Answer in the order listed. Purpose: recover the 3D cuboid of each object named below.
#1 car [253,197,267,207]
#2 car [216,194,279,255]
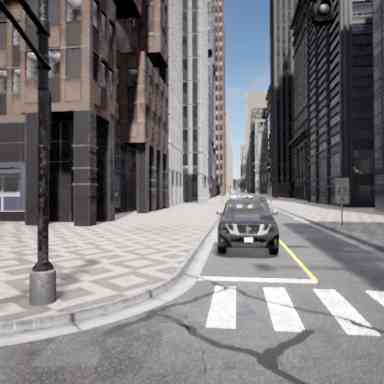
[{"bbox_3d":[10.538,1.543,51.649,1.837,1.490,4.892,0,0,7],"label":"car"},{"bbox_3d":[2.264,1.259,13.890,2.150,2.045,5.566,0,0,8],"label":"car"}]
